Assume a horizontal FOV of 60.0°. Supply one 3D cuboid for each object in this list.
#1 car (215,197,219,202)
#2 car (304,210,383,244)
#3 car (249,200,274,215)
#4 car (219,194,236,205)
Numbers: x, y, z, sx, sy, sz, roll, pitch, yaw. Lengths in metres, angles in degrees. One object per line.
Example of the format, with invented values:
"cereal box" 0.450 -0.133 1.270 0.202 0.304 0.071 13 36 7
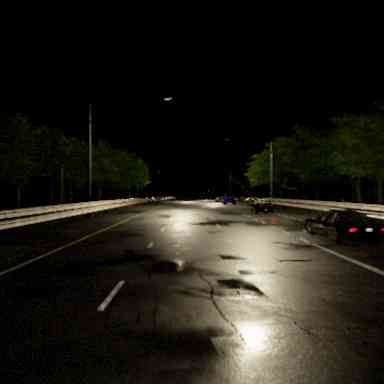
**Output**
"car" 7.273 2.010 88.439 1.812 1.442 4.674 0 -1 0
"car" 7.019 1.556 15.690 2.033 1.411 5.357 0 0 0
"car" 7.013 1.512 33.950 2.128 1.511 4.902 0 0 0
"car" 7.117 1.412 64.359 2.150 2.045 5.566 0 -1 0
